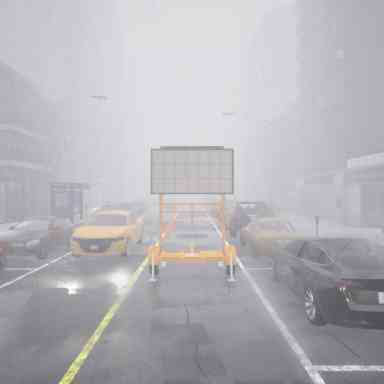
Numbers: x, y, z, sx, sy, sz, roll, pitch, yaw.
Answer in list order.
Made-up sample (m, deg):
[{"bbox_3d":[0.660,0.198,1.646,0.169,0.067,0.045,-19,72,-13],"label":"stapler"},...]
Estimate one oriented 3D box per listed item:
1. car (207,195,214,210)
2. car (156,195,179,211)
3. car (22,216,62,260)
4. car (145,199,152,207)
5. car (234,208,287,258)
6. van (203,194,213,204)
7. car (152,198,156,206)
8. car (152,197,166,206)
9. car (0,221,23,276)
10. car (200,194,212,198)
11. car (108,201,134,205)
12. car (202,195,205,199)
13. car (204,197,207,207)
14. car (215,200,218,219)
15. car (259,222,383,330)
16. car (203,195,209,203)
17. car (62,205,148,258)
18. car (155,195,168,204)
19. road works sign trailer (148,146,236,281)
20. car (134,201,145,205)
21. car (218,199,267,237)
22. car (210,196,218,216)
[{"bbox_3d":[2.885,1.435,34.502,1.967,1.590,4.097,0,0,0],"label":"car"},{"bbox_3d":[-2.968,1.472,40.846,1.882,1.535,5.008,0,0,0],"label":"car"},{"bbox_3d":[-5.660,1.581,12.396,1.802,1.307,4.206,0,0,0],"label":"car"},{"bbox_3d":[-5.641,1.561,34.497,1.947,1.339,4.313,0,0,0],"label":"car"},{"bbox_3d":[2.867,1.524,12.578,1.752,1.417,4.829,0,0,0],"label":"car"},{"bbox_3d":[2.908,1.332,62.120,1.690,1.788,3.998,0,0,0],"label":"van"},{"bbox_3d":[-5.627,1.575,51.072,1.802,1.307,4.206,0,0,0],"label":"car"},{"bbox_3d":[-5.623,1.558,56.597,1.947,1.339,4.313,0,0,0],"label":"car"},{"bbox_3d":[-5.664,1.544,6.872,1.887,1.381,4.507,0,0,0],"label":"car"},{"bbox_3d":[2.903,1.307,56.597,2.192,1.841,5.009,0,0,0],"label":"car"},{"bbox_3d":[-5.650,1.542,23.447,1.887,1.381,4.507,0,0,0],"label":"car"},{"bbox_3d":[2.898,1.559,51.073,1.947,1.339,4.313,0,0,0],"label":"car"},{"bbox_3d":[2.889,1.545,40.026,2.008,1.369,4.403,0,0,0],"label":"car"},{"bbox_3d":[2.876,1.523,23.625,1.752,1.417,4.829,0,0,0],"label":"car"},{"bbox_3d":[2.862,1.565,6.884,1.947,1.339,4.313,0,0,0],"label":"car"},{"bbox_3d":[2.894,1.544,45.549,2.008,1.369,4.403,0,0,0],"label":"car"},{"bbox_3d":[-3.092,1.476,13.013,1.882,1.535,5.008,0,0,0],"label":"car"},{"bbox_3d":[-5.618,1.431,62.122,1.967,1.590,4.097,0,0,0],"label":"car"},{"bbox_3d":[0.006,0.464,9.790,2.380,3.560,2.880,0,0,0],"label":"road works sign trailer"},{"bbox_3d":[-5.646,1.562,28.971,1.947,1.339,4.313,0,0,0],"label":"car"},{"bbox_3d":[2.871,1.313,17.931,2.192,1.841,5.009,0,0,0],"label":"car"},{"bbox_3d":[2.880,1.436,28.979,1.967,1.590,4.097,0,0,0],"label":"car"}]
